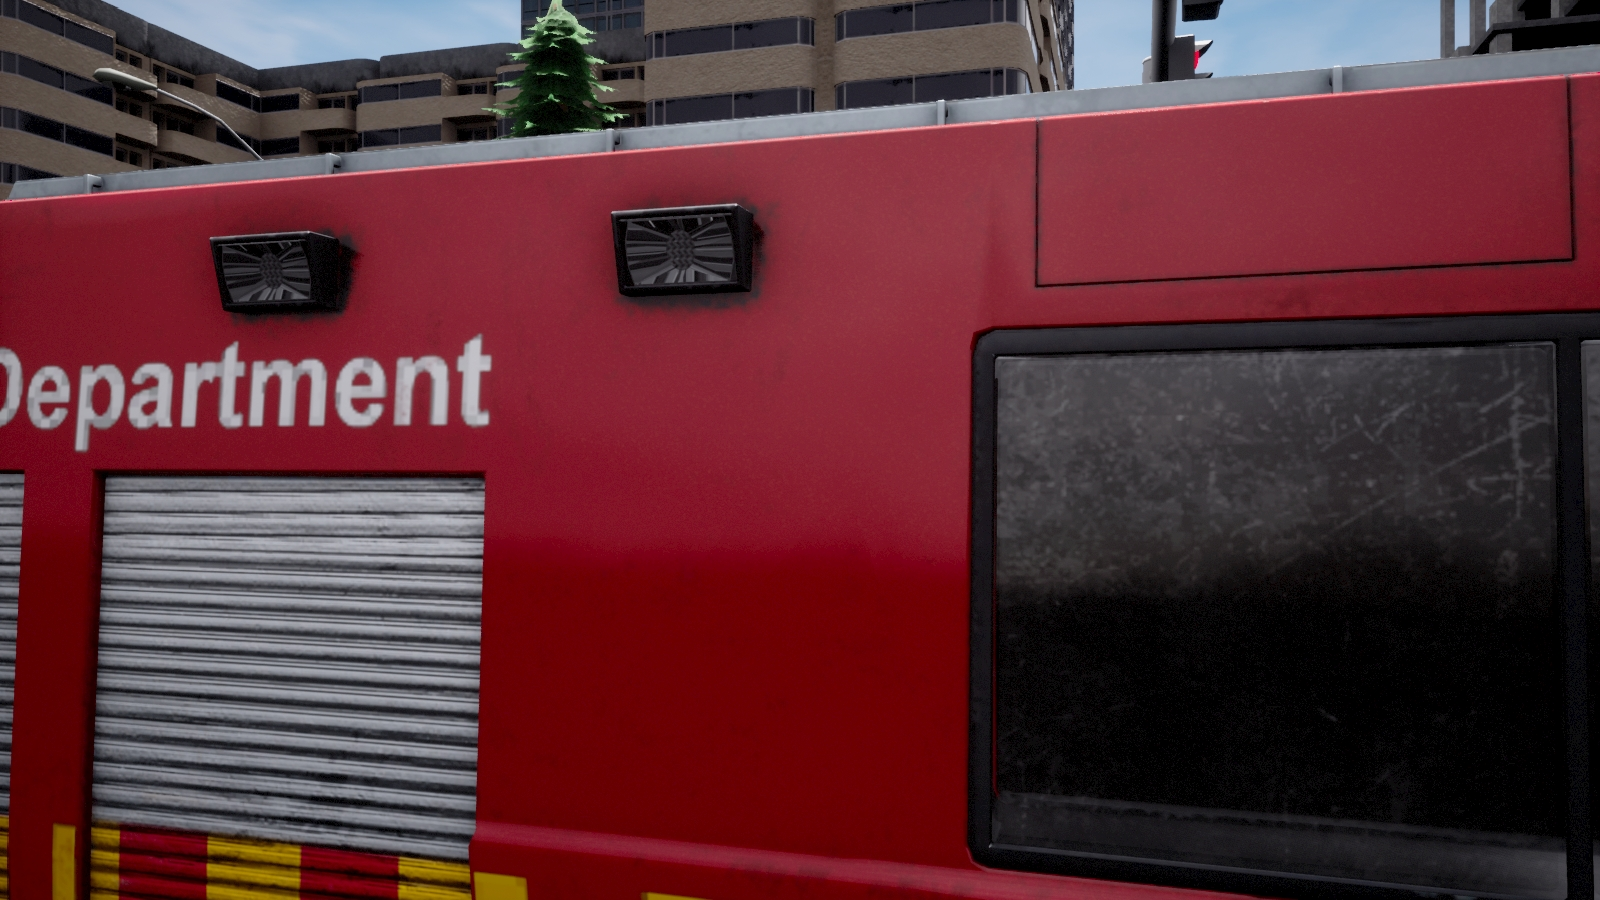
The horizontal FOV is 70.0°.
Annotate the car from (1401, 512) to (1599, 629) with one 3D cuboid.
[{"bbox_3d":[12.484,2.037,20.491,2.038,1.542,4.974,0,0,16],"label":"car"}]
